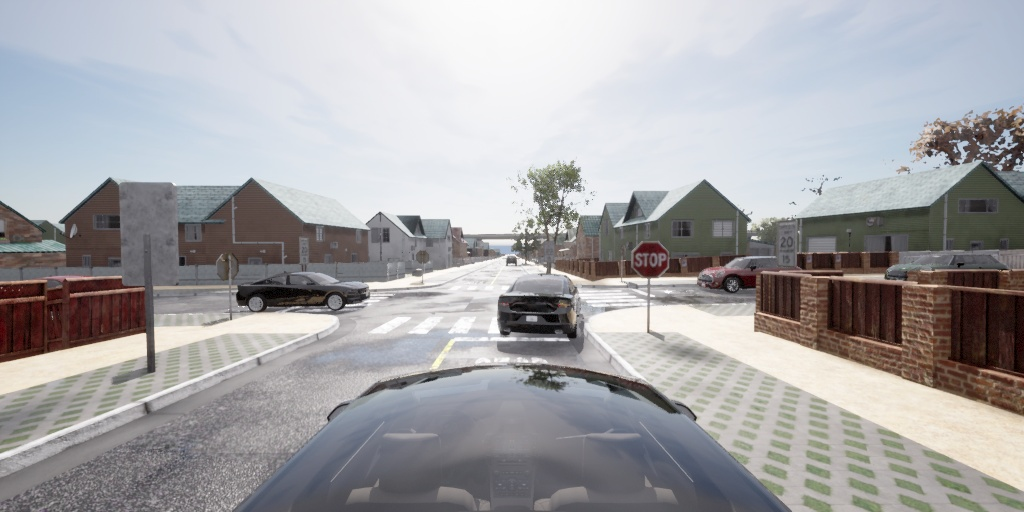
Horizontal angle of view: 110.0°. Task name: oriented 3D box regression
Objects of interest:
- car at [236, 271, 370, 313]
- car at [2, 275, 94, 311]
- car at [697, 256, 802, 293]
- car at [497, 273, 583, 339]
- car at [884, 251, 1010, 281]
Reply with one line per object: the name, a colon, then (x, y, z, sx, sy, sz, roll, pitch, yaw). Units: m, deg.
car: (-8.485, 1.376, 14.793, 5.008, 1.535, 1.882, -1, 2, 0)
car: (-18.038, 1.546, 14.719, 5.008, 1.535, 1.882, -1, 2, 0)
car: (11.786, 0.820, 17.902, 4.553, 1.767, 2.097, -1, 2, 0)
car: (0.947, 1.224, 10.279, 1.882, 1.535, 5.008, 0, 0, 12)
car: (21.681, 0.646, 17.986, 4.553, 1.767, 2.097, -1, 2, 0)
